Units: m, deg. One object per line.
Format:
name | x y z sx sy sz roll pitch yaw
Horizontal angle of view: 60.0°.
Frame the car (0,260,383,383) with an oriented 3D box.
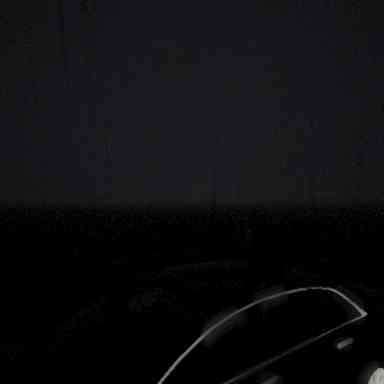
car | 0.044 1.504 2.978 4.892 1.490 1.837 0 0 -35
